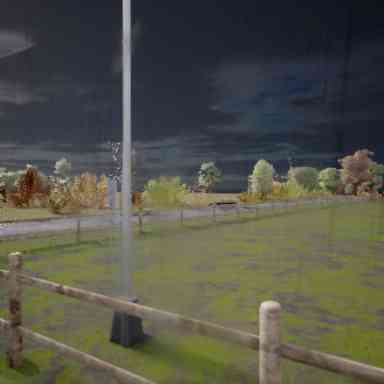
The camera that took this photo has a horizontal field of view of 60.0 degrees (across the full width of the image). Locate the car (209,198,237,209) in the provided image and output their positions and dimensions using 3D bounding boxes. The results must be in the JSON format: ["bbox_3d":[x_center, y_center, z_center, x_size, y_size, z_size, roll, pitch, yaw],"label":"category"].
[{"bbox_3d":[4.119,1.495,43.853,1.895,1.301,4.718,0,0,36],"label":"car"}]
